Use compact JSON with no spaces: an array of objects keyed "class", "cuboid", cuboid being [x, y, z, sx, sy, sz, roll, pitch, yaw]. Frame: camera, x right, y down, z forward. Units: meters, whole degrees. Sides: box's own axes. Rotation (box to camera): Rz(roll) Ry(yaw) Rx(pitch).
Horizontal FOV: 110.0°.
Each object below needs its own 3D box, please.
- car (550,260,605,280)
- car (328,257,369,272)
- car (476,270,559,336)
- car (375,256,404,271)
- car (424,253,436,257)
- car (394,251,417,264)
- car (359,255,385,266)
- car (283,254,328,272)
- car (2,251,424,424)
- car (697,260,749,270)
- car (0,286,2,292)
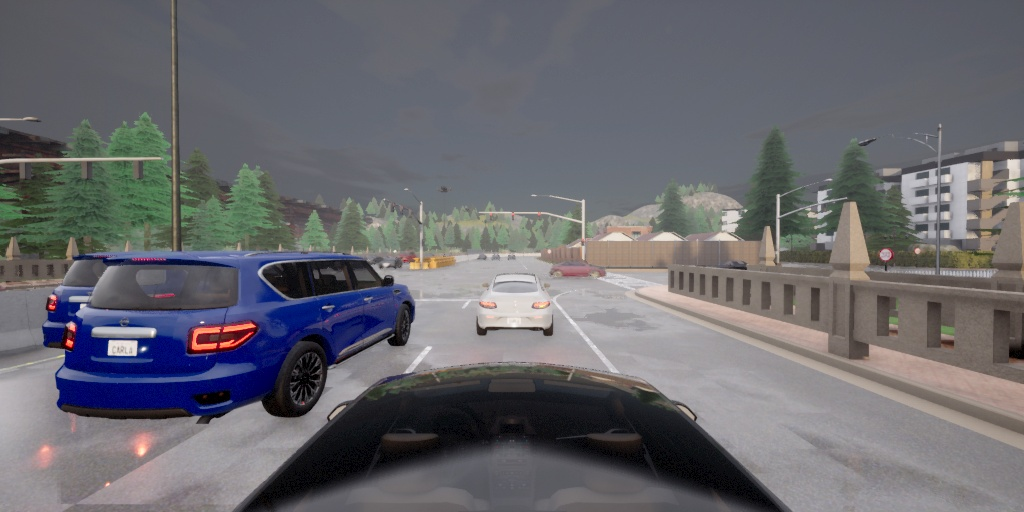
[{"class":"car","cuboid":[4.941,1.013,27.213,4.181,1.385,1.994,0,1,9]},{"class":"car","cuboid":[-17.639,0.845,39.006,2.033,1.411,5.357,0,1,0]},{"class":"car","cuboid":[0.110,1.195,9.993,1.812,1.442,4.674,0,1,2]},{"class":"car","cuboid":[-13.721,0.769,40.527,2.128,1.511,4.902,0,1,-7]},{"class":"car","cuboid":[-14.131,0.551,61.849,2.033,1.411,5.357,0,1,0]},{"class":"car","cuboid":[-17.636,0.248,59.807,2.150,2.045,5.566,0,1,0]},{"class":"car","cuboid":[-21.144,0.591,54.353,2.128,1.511,4.902,0,1,0]},{"class":"car","cuboid":[-21.137,0.674,36.951,2.097,1.767,4.553,0,1,0]},{"class":"car","cuboid":[-3.487,0.934,6.073,2.150,2.045,5.566,0,1,4]},{"class":"car","cuboid":[18.037,1.014,29.982,4.718,1.301,1.895,0,1,2]},{"class":"car","cuboid":[-17.609,1.229,10.057,1.994,1.385,4.181,0,1,0]}]
